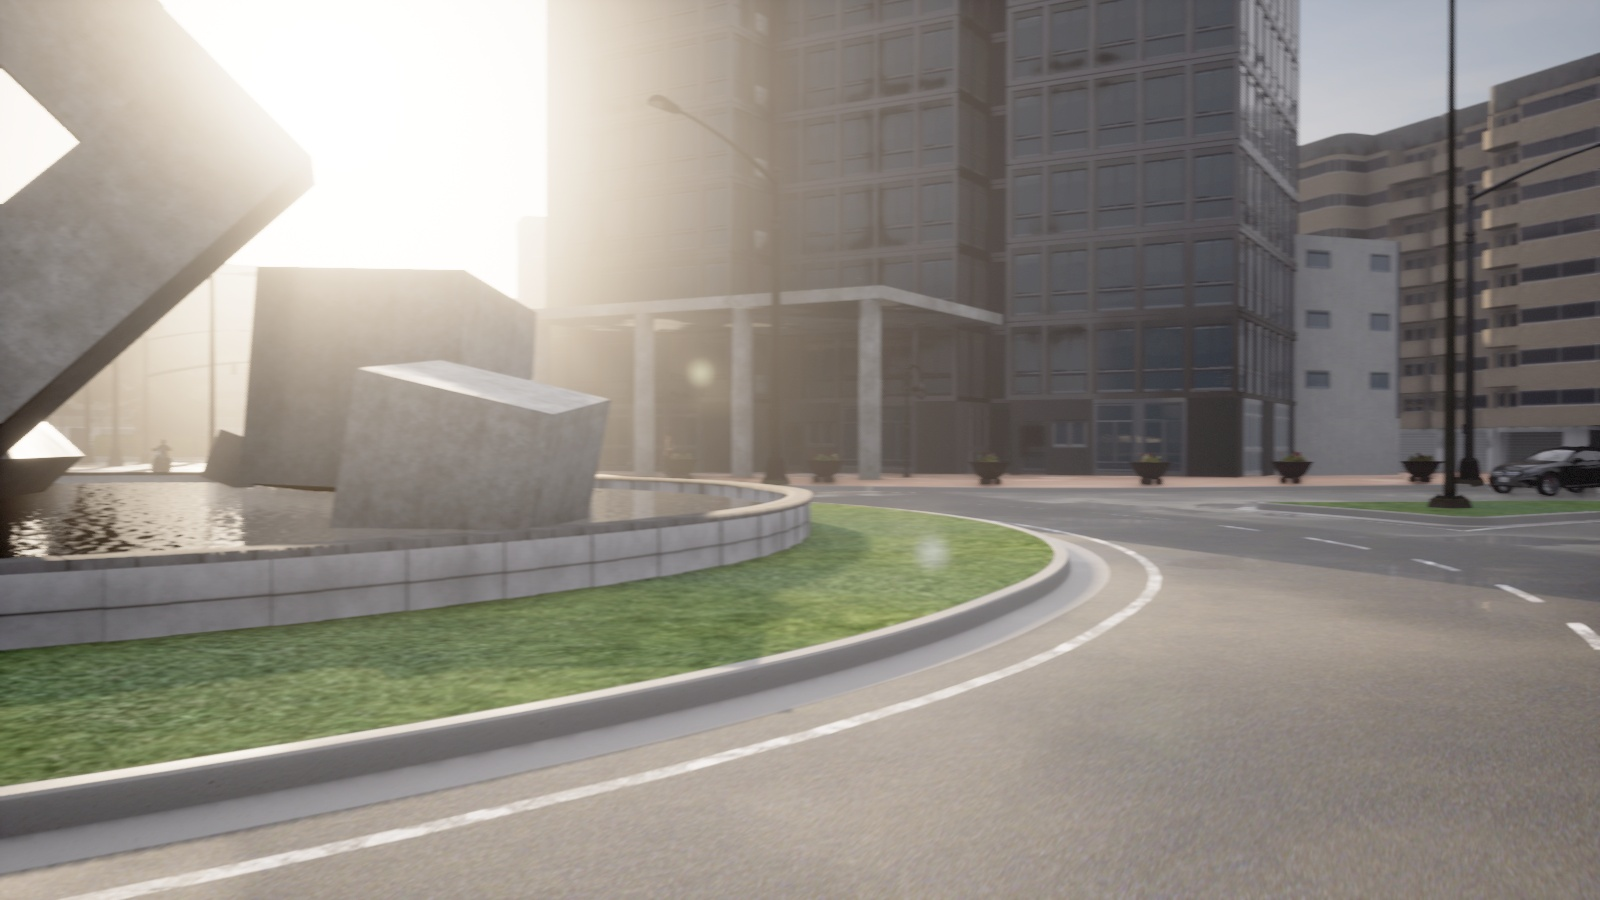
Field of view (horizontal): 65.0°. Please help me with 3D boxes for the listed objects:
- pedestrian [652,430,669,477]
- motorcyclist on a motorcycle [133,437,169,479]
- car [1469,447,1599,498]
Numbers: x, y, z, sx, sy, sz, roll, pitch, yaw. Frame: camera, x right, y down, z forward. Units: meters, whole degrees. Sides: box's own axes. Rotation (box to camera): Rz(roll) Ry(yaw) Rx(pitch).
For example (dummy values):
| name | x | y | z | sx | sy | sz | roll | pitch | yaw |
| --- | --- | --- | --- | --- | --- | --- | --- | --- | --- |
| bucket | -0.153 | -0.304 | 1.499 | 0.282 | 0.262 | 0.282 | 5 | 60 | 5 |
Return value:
| name | x | y | z | sx | sy | sz | roll | pitch | yaw |
| --- | --- | --- | --- | --- | --- | --- | --- | --- | --- |
| pedestrian | -5.486 | 0.121 | 49.399 | 0.594 | 1.836 | 0.345 | 0 | 0 | 36 |
| motorcyclist on a motorcycle | -26.597 | 0.306 | 51.503 | 0.766 | 1.649 | 2.350 | 0 | 1 | -13 |
| car | 22.719 | 0.651 | 37.776 | 4.674 | 1.442 | 1.812 | 0 | 0 | -17 |
